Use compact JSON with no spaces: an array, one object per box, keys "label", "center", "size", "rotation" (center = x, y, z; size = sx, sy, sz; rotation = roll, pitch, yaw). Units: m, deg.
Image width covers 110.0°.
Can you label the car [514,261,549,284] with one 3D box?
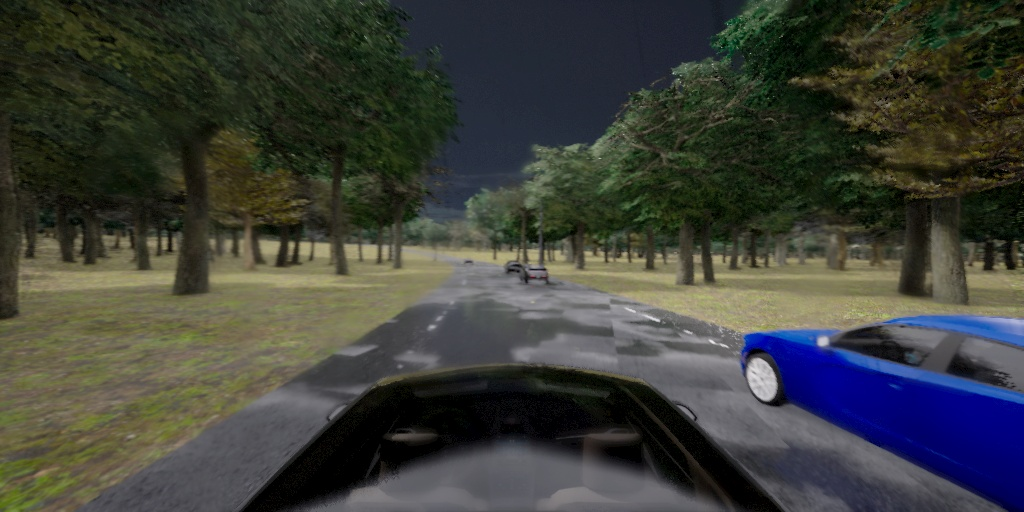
[{"label":"car","center":[1.664,1.311,28.236],"size":[2.128,1.511,4.902],"rotation":[1,0,-6]}]

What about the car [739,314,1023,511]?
[{"label":"car","center":[4.441,1.298,3.403],"size":[1.882,1.535,5.008],"rotation":[1,0,-2]}]

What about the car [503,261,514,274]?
[{"label":"car","center":[0.101,1.293,41.134],"size":[1.837,1.490,4.892],"rotation":[1,0,-7]}]
